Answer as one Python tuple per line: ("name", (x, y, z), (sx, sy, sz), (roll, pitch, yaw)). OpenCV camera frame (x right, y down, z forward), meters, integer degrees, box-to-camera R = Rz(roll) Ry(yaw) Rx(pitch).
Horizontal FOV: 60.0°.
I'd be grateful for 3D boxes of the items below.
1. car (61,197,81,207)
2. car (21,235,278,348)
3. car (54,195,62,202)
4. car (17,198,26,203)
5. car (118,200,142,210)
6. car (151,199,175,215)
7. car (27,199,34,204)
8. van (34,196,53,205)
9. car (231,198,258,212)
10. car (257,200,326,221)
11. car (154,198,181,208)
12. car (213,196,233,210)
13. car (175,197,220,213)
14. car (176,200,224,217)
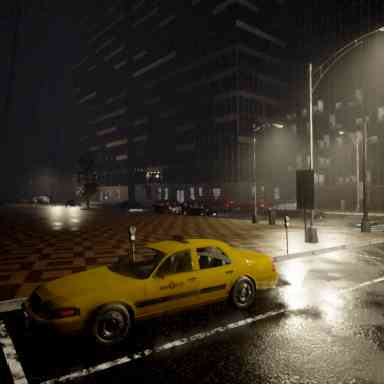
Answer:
("car", (-21.347, 2.000, 59.510), (1.802, 1.307, 4.206), (-2, 1, -41))
("car", (-0.464, 1.524, 6.245), (4.829, 1.417, 1.752), (0, -1, -35))
("car", (-33.444, 1.943, 86.363), (1.887, 1.381, 4.507), (-2, 1, -41))
("car", (-43.344, 2.126, 85.013), (1.752, 1.417, 4.829), (-2, 1, -41))
("car", (-9.267, 1.840, 49.537), (1.994, 1.385, 4.181), (-2, 1, -40))
("car", (-2.928, 1.698, 38.147), (1.967, 1.590, 4.097), (-2, 1, -41))
("car", (-35.976, 2.066, 76.469), (1.752, 1.417, 4.829), (-2, 1, -41))
("van", (-32.406, 1.852, 72.323), (1.690, 1.788, 3.998), (-2, 1, -41))
("car", (7.153, 1.634, 39.307), (1.802, 1.307, 4.206), (-2, 1, -41))
("car", (8.620, 1.668, 28.736), (2.033, 1.411, 5.357), (-2, 1, -41))
("car", (-3.919, 1.715, 52.140), (1.947, 1.339, 4.313), (-2, 1, -41))
("car", (3.455, 1.400, 43.579), (2.192, 1.841, 5.009), (-2, 1, -41))
("car", (0.556, 1.697, 38.086), (1.837, 1.490, 4.892), (-2, 0, -41))
("car", (0.759, 1.792, 33.877), (1.947, 1.339, 4.313), (-2, 1, -41))
